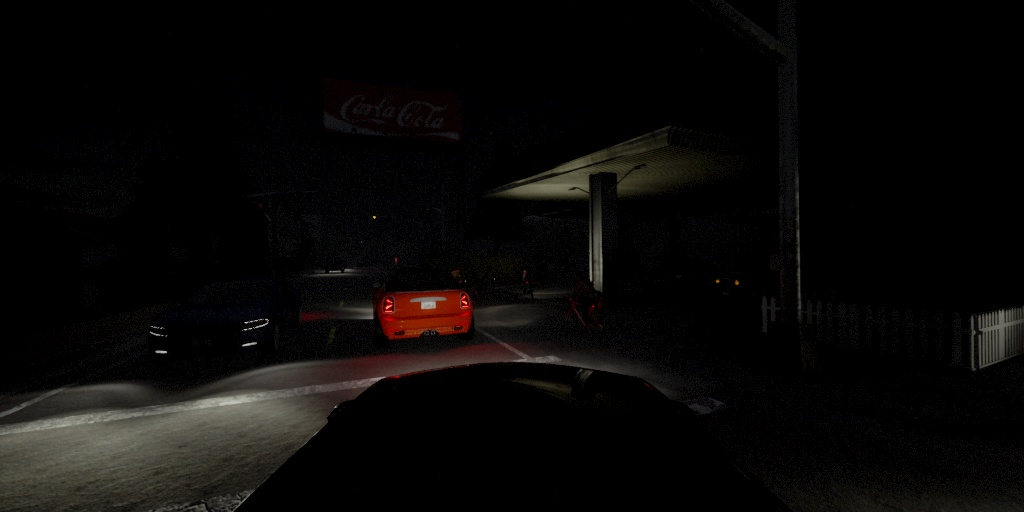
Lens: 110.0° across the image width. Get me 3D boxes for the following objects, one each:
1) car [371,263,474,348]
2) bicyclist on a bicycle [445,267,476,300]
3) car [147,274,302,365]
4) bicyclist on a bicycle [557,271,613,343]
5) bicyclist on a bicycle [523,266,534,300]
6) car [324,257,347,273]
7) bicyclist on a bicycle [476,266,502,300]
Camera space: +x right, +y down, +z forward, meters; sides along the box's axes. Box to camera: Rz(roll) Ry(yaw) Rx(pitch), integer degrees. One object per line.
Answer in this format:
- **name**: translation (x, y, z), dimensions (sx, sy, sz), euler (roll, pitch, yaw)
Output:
- **car**: translation (-2.527, 1.057, 9.444), dimensions (2.097, 1.767, 4.553), euler (-1, 0, -22)
- **bicyclist on a bicycle**: translation (-2.596, 1.317, 16.371), dimensions (1.656, 1.620, 0.582), euler (1, 0, 37)
- **car**: translation (-6.237, 1.217, 8.368), dimensions (1.882, 1.535, 5.008), euler (-1, 0, -23)
- **bicyclist on a bicycle**: translation (1.719, 1.199, 8.651), dimensions (0.582, 1.620, 1.656), euler (3, -2, -42)
- **bicyclist on a bicycle**: translation (0.824, 1.331, 17.861), dimensions (0.582, 1.620, 1.656), euler (-1, 0, 16)
- **car**: translation (-23.615, 1.207, 47.847), dimensions (2.150, 2.045, 5.566), euler (-1, 0, -25)
- **bicyclist on a bicycle**: translation (-1.286, 1.343, 17.750), dimensions (1.656, 1.620, 0.582), euler (0, 0, -21)
